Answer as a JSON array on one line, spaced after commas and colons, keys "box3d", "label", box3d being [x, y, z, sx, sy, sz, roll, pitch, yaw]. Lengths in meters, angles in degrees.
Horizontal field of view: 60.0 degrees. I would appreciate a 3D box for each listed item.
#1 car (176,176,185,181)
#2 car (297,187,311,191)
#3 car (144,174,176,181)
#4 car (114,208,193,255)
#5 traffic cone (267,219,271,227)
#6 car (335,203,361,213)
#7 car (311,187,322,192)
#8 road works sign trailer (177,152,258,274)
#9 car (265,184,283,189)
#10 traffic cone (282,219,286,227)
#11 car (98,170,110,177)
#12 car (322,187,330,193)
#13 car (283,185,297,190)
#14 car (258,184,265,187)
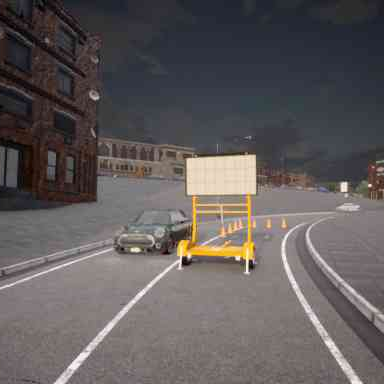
[{"box3d": [-1.277, -2.058, 60.924, 4.892, 1.521, 2.231, 3, -5, -32], "label": "car"}, {"box3d": [25.665, -0.523, 80.379, 4.892, 1.521, 2.231, 4, -6, -39], "label": "car"}, {"box3d": [-5.970, -2.264, 58.026, 4.892, 1.521, 2.231, 2, -5, -32], "label": "car"}, {"box3d": [-1.424, 1.494, 13.944, 2.097, 1.767, 4.553, -1, -1, 16], "label": "car"}, {"box3d": [5.375, 2.167, 23.223, 0.340, 0.580, 0.340, -2, -1, 17], "label": "traffic cone"}, {"box3d": [23.156, 2.382, 49.263, 4.674, 1.442, 1.812, 1, -4, -35], "label": "car"}, {"box3d": [29.967, -0.341, 84.019, 4.553, 1.767, 2.185, 4, -6, -40], "label": "car"}, {"box3d": [1.003, 0.528, 10.974, 2.380, 3.560, 2.880, -1, -1, 18], "label": "road works sign trailer"}, {"box3d": [17.085, -1.031, 73.610, 4.792, 1.488, 2.163, 3, -6, -37], "label": "car"}, {"box3d": [6.326, 2.137, 22.928, 0.340, 0.580, 0.340, -2, -1, 17], "label": "traffic cone"}, {"box3d": [-15.282, -2.773, 52.302, 4.553, 1.767, 2.185, 2, -5, -32], "label": "car"}, {"box3d": [34.182, -0.132, 87.717, 5.566, 2.045, 2.435, 5, -6, -41], "label": "car"}, {"box3d": [21.450, -0.754, 76.977, 4.674, 1.452, 2.002, 3, -6, -38], "label": "car"}, {"box3d": [12.489, -1.455, 70.214, 4.553, 1.767, 2.185, 3, -6, -35], "label": "car"}]
